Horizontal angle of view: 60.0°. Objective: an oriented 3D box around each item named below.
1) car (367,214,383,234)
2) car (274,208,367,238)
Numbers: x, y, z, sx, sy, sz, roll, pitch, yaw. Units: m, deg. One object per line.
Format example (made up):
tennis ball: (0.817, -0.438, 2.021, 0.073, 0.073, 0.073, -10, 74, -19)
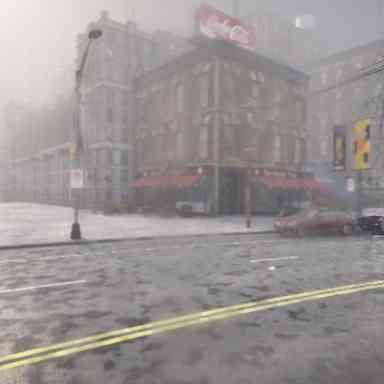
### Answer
car: (12.204, 1.714, 19.649, 4.718, 1.301, 1.895, 1, 0, -9)
car: (6.720, 1.588, 17.987, 4.674, 1.452, 2.002, 1, 0, -19)
